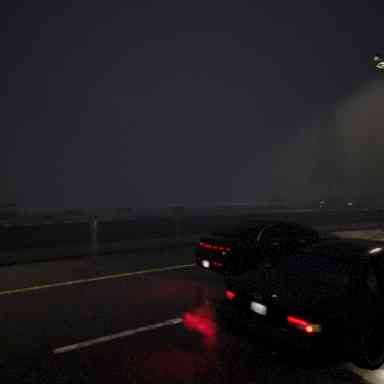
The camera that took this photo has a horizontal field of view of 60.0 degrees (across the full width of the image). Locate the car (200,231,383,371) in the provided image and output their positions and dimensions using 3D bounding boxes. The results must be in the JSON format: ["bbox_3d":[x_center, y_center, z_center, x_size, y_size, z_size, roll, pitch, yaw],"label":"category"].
[{"bbox_3d":[2.957,1.539,5.638,5.357,1.411,2.033,0,0,-33],"label":"car"}]

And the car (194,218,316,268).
[{"bbox_3d":[2.374,1.489,9.370,4.892,1.490,1.837,0,0,-33],"label":"car"}]

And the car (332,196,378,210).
[{"bbox_3d":[18.745,1.295,37.776,4.553,1.767,2.097,0,0,-22],"label":"car"}]

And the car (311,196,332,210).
[{"bbox_3d":[16.797,1.288,40.751,4.553,1.767,2.097,0,0,-22],"label":"car"}]
